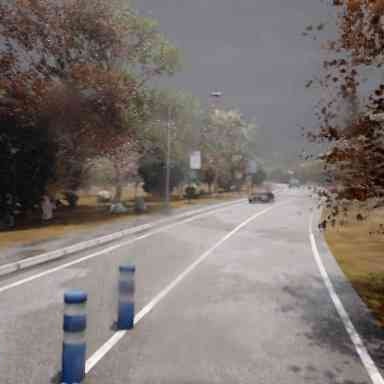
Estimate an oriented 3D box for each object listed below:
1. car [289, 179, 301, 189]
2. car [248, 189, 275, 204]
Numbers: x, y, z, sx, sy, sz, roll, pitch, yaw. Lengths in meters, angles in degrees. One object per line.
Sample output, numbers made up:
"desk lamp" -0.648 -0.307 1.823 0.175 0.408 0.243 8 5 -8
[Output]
"car" 21.911 -1.826 71.100 2.150 2.045 5.566 1 3 15
"car" 6.938 0.404 33.109 1.994 1.385 4.181 0 3 24
